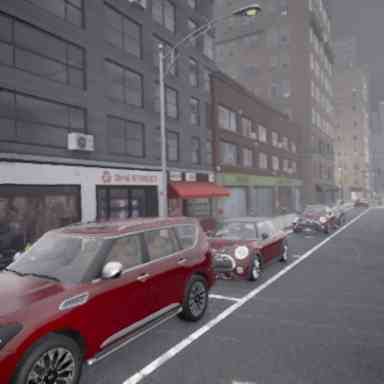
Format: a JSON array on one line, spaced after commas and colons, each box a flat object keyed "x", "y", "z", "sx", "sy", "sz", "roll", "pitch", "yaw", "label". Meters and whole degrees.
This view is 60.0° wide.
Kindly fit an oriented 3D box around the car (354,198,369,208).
[{"x": 24.595, "y": 1.565, "z": 48.275, "sx": 1.887, "sy": 1.381, "sz": 4.507, "roll": -2, "pitch": -1, "yaw": 31, "label": "car"}]

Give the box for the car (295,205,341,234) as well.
[{"x": 7.255, "y": 1.513, "z": 19.594, "sx": 1.967, "sy": 1.590, "sz": 4.097, "roll": -2, "pitch": -1, "yaw": 31, "label": "car"}]

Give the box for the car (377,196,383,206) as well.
[{"x": 31.517, "y": 1.437, "z": 54.558, "sx": 2.128, "sy": 1.511, "sz": 4.902, "roll": -2, "pitch": -1, "yaw": 31, "label": "car"}]

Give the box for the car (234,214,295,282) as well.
[{"x": 1.477, "y": 1.525, "z": 10.034, "sx": 1.967, "sy": 1.590, "sz": 4.097, "roll": -2, "pitch": -1, "yaw": 31, "label": "car"}]

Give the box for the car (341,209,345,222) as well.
[{"x": 10.149, "y": 1.648, "z": 24.373, "sx": 1.802, "sy": 1.307, "sz": 4.206, "roll": -2, "pitch": -1, "yaw": 31, "label": "car"}]

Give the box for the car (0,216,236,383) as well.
[{"x": -1.417, "y": 1.406, "z": 5.256, "sx": 2.192, "sy": 1.841, "sz": 5.009, "roll": -2, "pitch": -1, "yaw": 31, "label": "car"}]
